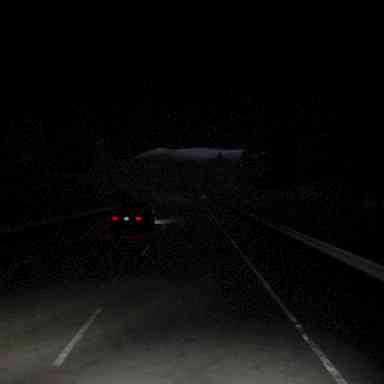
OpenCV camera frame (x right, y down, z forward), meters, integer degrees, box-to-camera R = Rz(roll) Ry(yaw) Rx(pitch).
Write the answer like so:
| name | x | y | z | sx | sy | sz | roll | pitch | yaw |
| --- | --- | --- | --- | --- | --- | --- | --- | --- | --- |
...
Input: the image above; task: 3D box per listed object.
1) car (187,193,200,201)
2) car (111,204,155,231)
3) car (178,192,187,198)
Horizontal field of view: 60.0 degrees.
| name | x | y | z | sx | sy | sz | roll | pitch | yaw |
| --- | --- | --- | --- | --- | --- | --- | --- | --- | --- |
| car | 0.532 | 0.931 | 69.453 | 2.097 | 1.767 | 4.553 | 0 | 0 | -3 |
| car | -3.380 | 1.427 | 19.707 | 2.033 | 1.411 | 5.357 | 0 | 0 | 0 |
| car | -1.973 | 0.711 | 87.233 | 2.097 | 1.767 | 4.553 | 0 | 0 | -5 |
